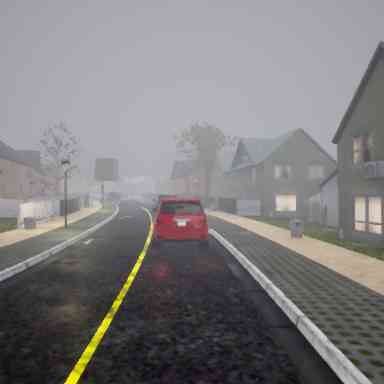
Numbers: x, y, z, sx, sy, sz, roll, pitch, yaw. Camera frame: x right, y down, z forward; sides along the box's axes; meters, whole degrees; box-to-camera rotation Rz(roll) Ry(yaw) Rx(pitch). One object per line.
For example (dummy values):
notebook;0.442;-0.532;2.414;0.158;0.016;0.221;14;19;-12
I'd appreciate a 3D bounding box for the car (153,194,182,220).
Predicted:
car;-2.288;1.217;29.797;2.150;2.045;5.566;0;0;-9

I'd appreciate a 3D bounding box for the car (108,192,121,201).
car;-17.187;0.975;73.642;2.150;2.045;5.566;0;0;-22

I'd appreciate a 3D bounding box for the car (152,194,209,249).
car;-0.575;1.249;14.792;2.150;2.045;5.566;0;0;-4
